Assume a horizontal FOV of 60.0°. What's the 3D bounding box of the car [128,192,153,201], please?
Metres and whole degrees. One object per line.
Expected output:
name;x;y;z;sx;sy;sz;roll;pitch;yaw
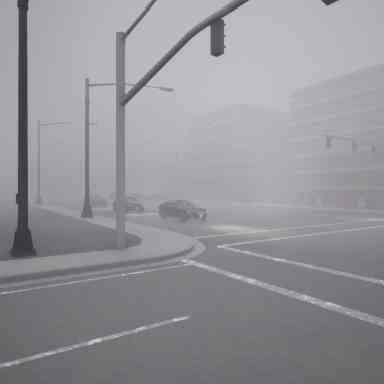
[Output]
car;-8.916;0.844;55.760;1.882;1.535;5.008;0;1;-34

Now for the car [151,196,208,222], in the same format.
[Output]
car;-0.765;1.358;25.018;2.128;1.511;4.902;0;1;-34

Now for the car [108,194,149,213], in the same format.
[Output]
car;-6.487;1.242;33.404;1.812;1.442;4.674;0;1;-34

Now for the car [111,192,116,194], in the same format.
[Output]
car;-14.795;0.708;64.371;1.837;1.490;4.892;0;1;-34

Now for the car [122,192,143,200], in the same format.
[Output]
car;-11.904;0.750;66.344;2.033;1.411;5.357;0;1;-34

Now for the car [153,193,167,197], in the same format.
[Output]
car;-6.026;0.858;57.734;2.128;1.511;4.902;0;1;-34

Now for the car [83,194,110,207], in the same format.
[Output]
car;-12.277;1.013;41.901;1.882;1.535;5.008;0;1;-34
